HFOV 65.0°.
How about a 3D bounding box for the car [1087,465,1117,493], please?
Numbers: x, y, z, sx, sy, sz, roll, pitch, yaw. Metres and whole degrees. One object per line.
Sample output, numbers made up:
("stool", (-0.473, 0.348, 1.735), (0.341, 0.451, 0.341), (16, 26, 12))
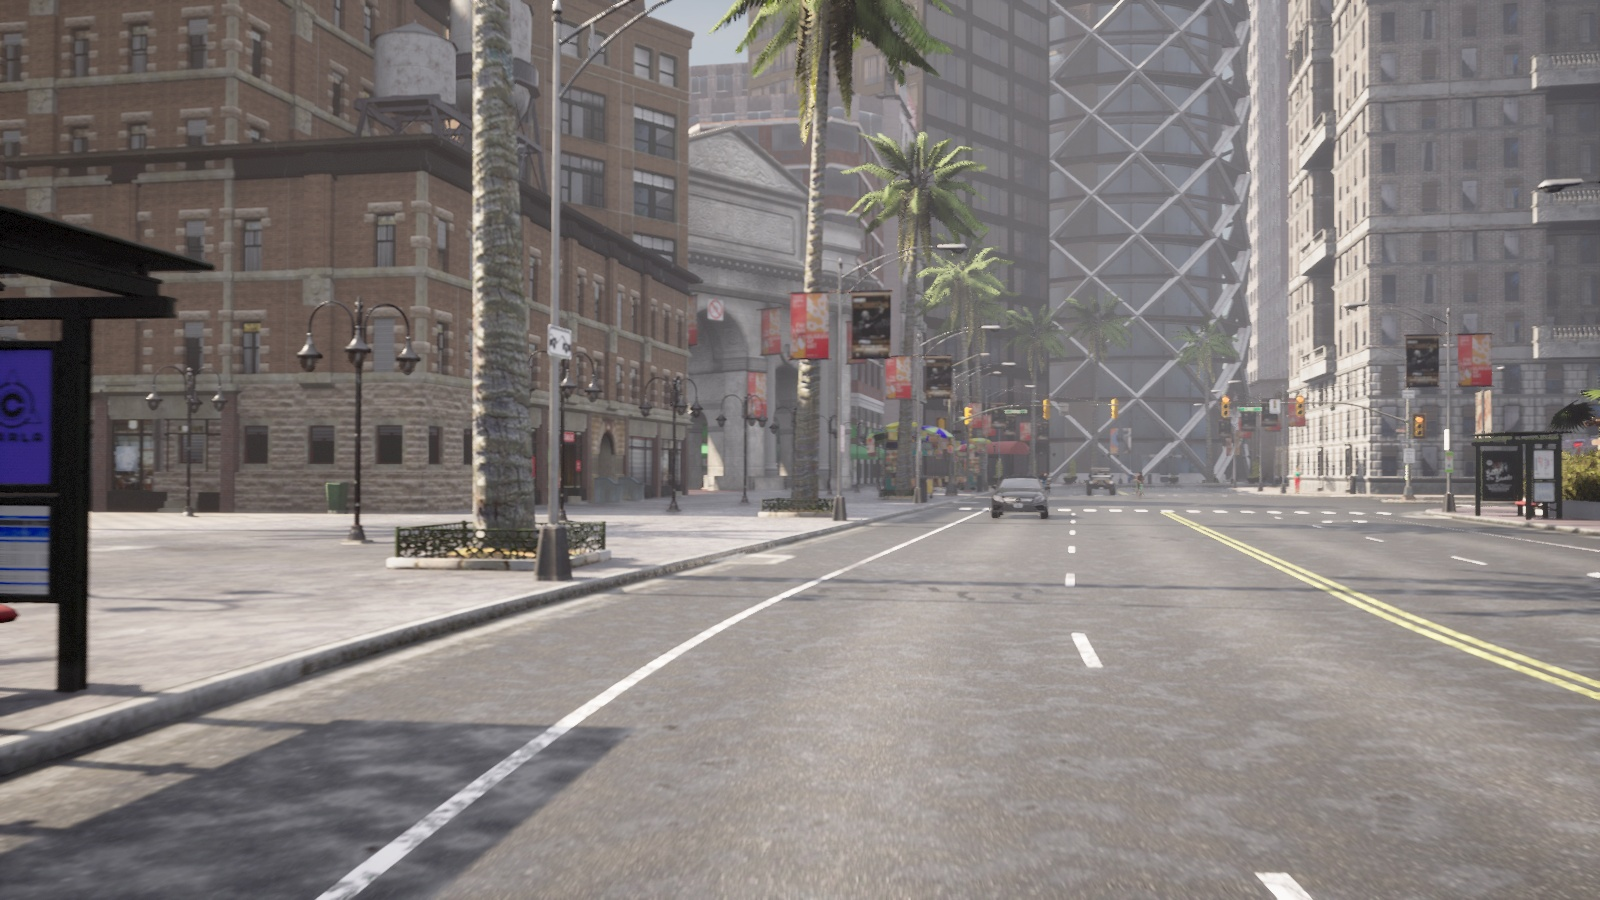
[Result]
("car", (20.654, 1.971, 85.945), (1.905, 1.878, 3.866), (0, -1, 12))

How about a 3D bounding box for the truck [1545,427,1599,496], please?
("truck", (47.303, 0.658, 70.958), (8.468, 3.827, 2.891), (0, -1, 12))

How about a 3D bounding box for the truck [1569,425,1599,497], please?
("truck", (46.627, 0.603, 67.524), (8.468, 3.827, 2.891), (0, -1, 12))

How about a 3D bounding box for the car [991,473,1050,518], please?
("car", (7.631, 1.534, 43.143), (1.812, 1.442, 4.674), (0, -1, 12))
